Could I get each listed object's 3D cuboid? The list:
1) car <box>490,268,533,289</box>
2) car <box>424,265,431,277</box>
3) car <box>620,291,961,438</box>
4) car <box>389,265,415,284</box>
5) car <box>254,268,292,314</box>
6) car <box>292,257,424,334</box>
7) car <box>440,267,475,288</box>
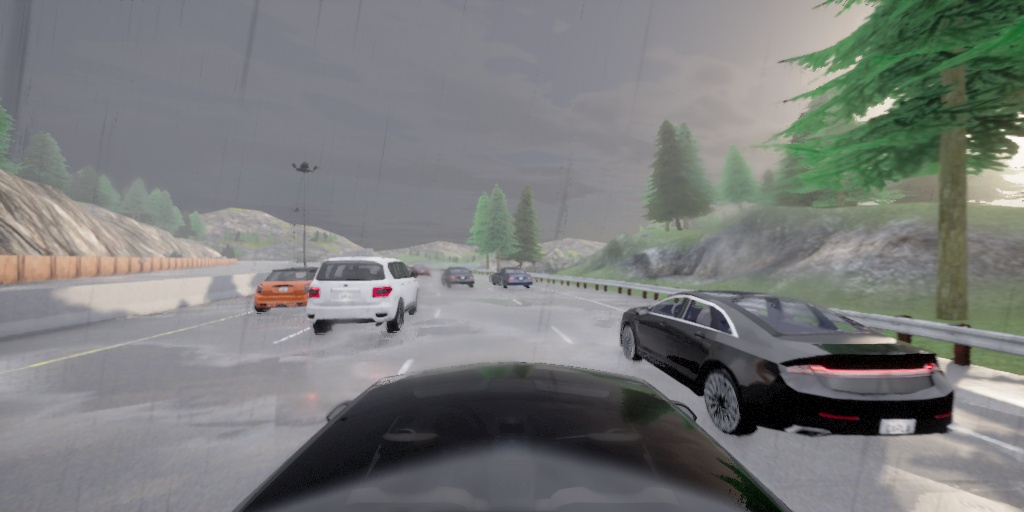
[{"bbox_3d":[-0.148,1.515,25.337,2.033,1.411,5.357,0,-1,-16],"label":"car"},{"bbox_3d":[-10.912,1.701,41.884,1.994,1.385,4.181,0,-1,-28],"label":"car"},{"bbox_3d":[3.209,1.271,5.499,2.128,1.511,4.902,0,-1,-2],"label":"car"},{"bbox_3d":[-9.572,1.561,31.014,1.812,1.442,4.674,0,-1,-21],"label":"car"},{"bbox_3d":[-8.489,1.237,14.847,2.097,1.767,4.553,0,-1,-10],"label":"car"},{"bbox_3d":[-4.286,1.066,11.182,2.150,2.045,5.566,0,-1,-7],"label":"car"},{"bbox_3d":[-4.063,1.530,26.215,2.033,1.411,5.357,0,-1,-18],"label":"car"}]
